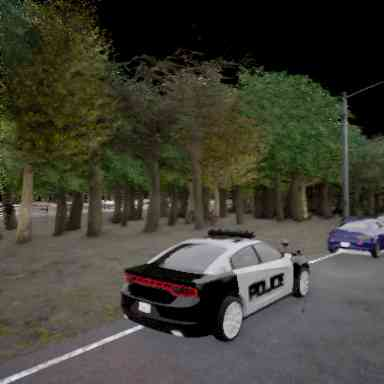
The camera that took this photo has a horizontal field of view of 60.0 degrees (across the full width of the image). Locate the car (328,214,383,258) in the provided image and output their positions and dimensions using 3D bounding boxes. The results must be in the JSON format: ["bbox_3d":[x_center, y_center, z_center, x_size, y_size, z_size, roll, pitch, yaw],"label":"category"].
[{"bbox_3d":[7.461,1.876,14.454,1.812,1.442,4.674,-2,-2,43],"label":"car"}]

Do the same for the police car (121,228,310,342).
[{"bbox_3d":[0.928,1.609,7.094,1.930,1.638,5.238,-1,-2,40],"label":"police car"}]
